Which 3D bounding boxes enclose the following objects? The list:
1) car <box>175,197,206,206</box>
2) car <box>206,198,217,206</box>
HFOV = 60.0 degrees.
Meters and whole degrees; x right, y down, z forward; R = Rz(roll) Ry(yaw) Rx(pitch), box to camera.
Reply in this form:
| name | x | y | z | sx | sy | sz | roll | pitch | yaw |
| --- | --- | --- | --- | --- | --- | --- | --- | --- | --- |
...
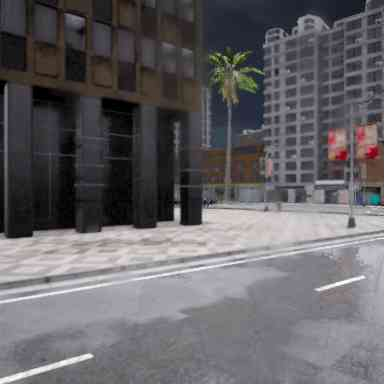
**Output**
| name | x | y | z | sx | sy | sz | roll | pitch | yaw |
| --- | --- | --- | --- | --- | --- | --- | --- | --- | --- |
| car | -0.635 | 1.488 | 49.763 | 4.718 | 1.301 | 1.895 | 0 | 0 | 43 |
| car | 1.659 | 1.487 | 52.074 | 4.718 | 1.301 | 1.895 | 0 | 0 | 43 |
